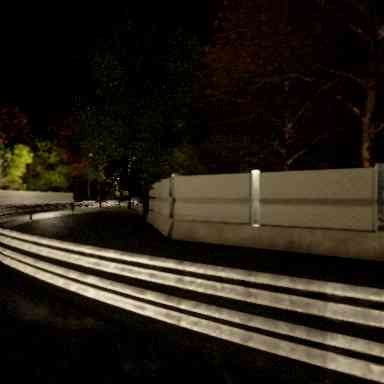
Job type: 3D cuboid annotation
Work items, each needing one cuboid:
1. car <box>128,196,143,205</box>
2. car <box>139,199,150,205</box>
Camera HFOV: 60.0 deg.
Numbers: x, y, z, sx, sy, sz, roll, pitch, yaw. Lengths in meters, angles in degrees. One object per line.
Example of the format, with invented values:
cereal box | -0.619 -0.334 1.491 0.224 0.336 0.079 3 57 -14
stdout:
car | -13.956 2.109 81.311 2.150 2.045 5.566 0 -1 4
car | -13.120 2.731 91.967 2.033 1.411 5.357 0 -1 4
